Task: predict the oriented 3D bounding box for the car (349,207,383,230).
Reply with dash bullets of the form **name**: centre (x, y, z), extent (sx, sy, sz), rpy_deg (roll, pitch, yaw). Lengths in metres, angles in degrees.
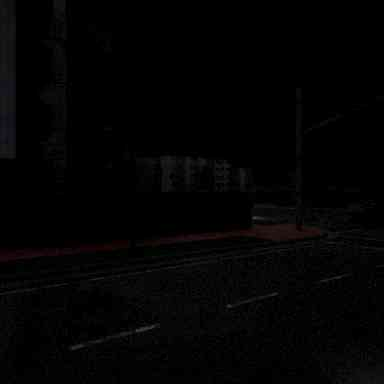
- **car**: centre (12.006, 1.548, 19.180), extent (2.033, 1.411, 5.357), rpy_deg (0, 0, -37)
